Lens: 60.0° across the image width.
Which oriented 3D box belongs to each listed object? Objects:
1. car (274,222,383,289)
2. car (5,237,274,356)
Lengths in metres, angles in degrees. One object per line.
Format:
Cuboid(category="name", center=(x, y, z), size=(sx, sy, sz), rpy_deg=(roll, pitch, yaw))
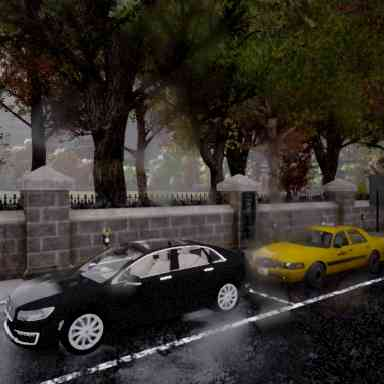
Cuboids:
Cuboid(category="car", center=(3.607, 1.526, 9.148), size=(4.829, 1.417, 1.752), rpy_deg=(0, 0, -36))
Cuboid(category="car", center=(-0.834, 1.551, 5.970), size=(4.403, 1.369, 2.008), rpy_deg=(0, 0, -36))
